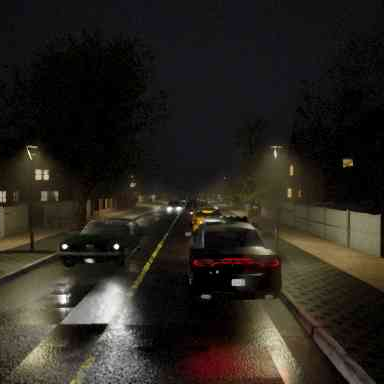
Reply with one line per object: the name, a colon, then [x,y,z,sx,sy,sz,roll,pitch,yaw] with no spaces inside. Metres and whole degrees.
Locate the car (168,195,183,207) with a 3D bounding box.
car: [-2.719,1.593,51.763,1.895,1.301,4.718,0,0,0]

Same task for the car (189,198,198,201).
car: [0.884,1.459,24.661,1.801,1.575,5.366,0,0,0]

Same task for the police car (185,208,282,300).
police car: [0.844,1.427,8.578,1.930,1.638,5.238,0,0,0]

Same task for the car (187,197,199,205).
car: [0.143,1.535,58.457,2.033,1.411,5.357,0,0,0]

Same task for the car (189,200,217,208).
car: [0.869,1.458,18.660,1.801,1.575,5.366,0,0,0]

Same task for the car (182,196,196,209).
car: [0.130,1.489,45.101,2.128,1.511,4.902,0,0,1]

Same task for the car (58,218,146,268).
car: [-2.824,1.603,11.425,1.895,1.301,4.718,0,0,0]
